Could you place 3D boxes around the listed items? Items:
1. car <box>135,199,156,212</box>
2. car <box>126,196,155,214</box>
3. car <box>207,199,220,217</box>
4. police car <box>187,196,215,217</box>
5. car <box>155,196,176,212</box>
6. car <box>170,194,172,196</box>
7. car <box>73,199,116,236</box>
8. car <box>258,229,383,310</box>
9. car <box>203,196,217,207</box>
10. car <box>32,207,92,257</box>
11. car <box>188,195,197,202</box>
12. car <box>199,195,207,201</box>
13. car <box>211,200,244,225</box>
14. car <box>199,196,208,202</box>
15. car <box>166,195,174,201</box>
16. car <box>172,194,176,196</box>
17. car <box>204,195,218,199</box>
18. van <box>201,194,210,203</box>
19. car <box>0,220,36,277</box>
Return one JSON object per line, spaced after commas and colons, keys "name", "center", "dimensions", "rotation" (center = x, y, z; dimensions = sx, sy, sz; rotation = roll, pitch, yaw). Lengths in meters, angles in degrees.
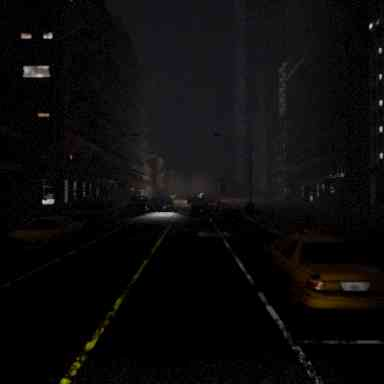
{"name": "car", "center": [-5.654, 1.581, 41.074], "dimensions": [1.887, 1.381, 4.507], "rotation": [1, 0, 0]}
{"name": "car", "center": [-5.654, 1.346, 35.504], "dimensions": [2.192, 1.841, 5.009], "rotation": [1, 0, 0]}
{"name": "car", "center": [2.720, 1.577, 29.928], "dimensions": [2.008, 1.369, 4.403], "rotation": [1, 0, 0]}
{"name": "police car", "center": [0.704, 1.452, 31.712], "dimensions": [1.930, 1.638, 5.238], "rotation": [0, 0, -2]}
{"name": "car", "center": [-3.069, 1.526, 39.708], "dimensions": [2.128, 1.511, 4.902], "rotation": [0, 0, 0]}
{"name": "car", "center": [-5.636, 1.592, 68.753], "dimensions": [1.752, 1.417, 4.829], "rotation": [1, 0, 0]}
{"name": "car", "center": [-5.663, 1.331, 18.797], "dimensions": [2.192, 1.841, 5.009], "rotation": [1, 0, 0]}
{"name": "car", "center": [2.706, 1.532, 7.821], "dimensions": [1.752, 1.417, 4.829], "rotation": [1, 0, 0]}
{"name": "car", "center": [2.735, 1.488, 52.208], "dimensions": [1.967, 1.590, 4.097], "rotation": [1, 0, 0]}
{"name": "car", "center": [-5.671, 1.536, 13.056], "dimensions": [1.752, 1.417, 4.829], "rotation": [1, 0, 0]}
{"name": "car", "center": [0.051, 1.524, 81.900], "dimensions": [2.128, 1.511, 4.902], "rotation": [0, 0, 0]}
{"name": "car", "center": [2.754, 1.610, 85.794], "dimensions": [1.752, 1.417, 4.829], "rotation": [1, 0, 0]}
{"name": "car", "center": [2.716, 1.571, 24.360], "dimensions": [2.008, 1.369, 4.403], "rotation": [1, 0, 0]}
{"name": "car", "center": [2.750, 1.660, 80.055], "dimensions": [1.802, 1.307, 4.206], "rotation": [1, 0, 0]}
{"name": "car", "center": [-5.626, 1.610, 85.462], "dimensions": [1.752, 1.417, 4.829], "rotation": [1, 0, 0]}
{"name": "car", "center": [-5.630, 1.630, 80.061], "dimensions": [2.008, 1.369, 4.403], "rotation": [1, 0, 0]}
{"name": "car", "center": [2.728, 1.476, 41.068], "dimensions": [1.967, 1.590, 4.097], "rotation": [1, 0, 0]}
{"name": "van", "center": [2.747, 1.407, 68.917], "dimensions": [1.690, 1.788, 3.998], "rotation": [1, 0, 0]}
{"name": "car", "center": [-5.675, 1.572, 7.657], "dimensions": [1.947, 1.339, 4.313], "rotation": [1, 0, 0]}
